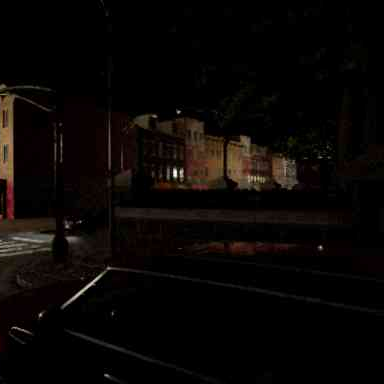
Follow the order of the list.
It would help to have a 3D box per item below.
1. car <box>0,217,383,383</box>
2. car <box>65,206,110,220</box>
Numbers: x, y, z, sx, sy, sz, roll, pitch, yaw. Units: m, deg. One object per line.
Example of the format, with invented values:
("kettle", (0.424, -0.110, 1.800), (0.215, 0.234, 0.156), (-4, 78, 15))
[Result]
("car", (0.207, 1.317, 2.675), (5.009, 1.841, 2.192), (0, -1, 35))
("car", (-5.449, 1.607, 19.982), (1.812, 1.442, 4.674), (-1, -1, 35))
